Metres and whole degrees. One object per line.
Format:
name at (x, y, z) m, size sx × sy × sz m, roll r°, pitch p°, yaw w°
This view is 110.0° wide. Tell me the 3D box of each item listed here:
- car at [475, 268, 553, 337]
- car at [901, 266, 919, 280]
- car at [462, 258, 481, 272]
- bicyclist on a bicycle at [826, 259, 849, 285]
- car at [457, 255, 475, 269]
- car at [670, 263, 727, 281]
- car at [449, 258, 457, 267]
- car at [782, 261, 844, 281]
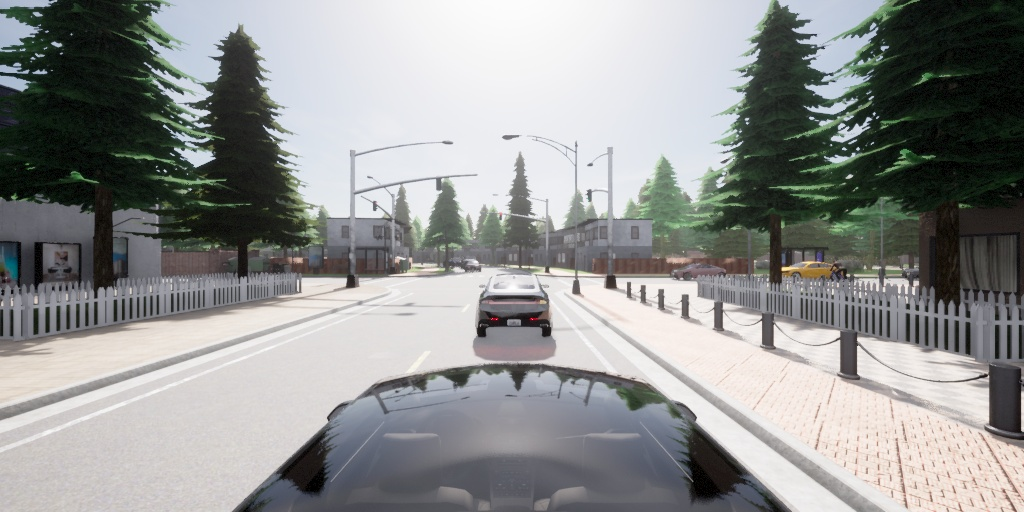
car at (0.059, 1.242, 10.259) m, size 2.128 × 1.511 × 4.902 m, roll 0°, pitch 0°, yaw 0°
car at (34.555, 1.240, 28.977) m, size 4.892 × 1.490 × 1.837 m, roll 0°, pitch 0°, yaw 2°
car at (-4.930, 1.280, 45.379) m, size 1.994 × 1.385 × 4.181 m, roll 0°, pitch 0°, yaw -7°
bicyclist on a bicycle at (19.892, 1.035, 21.940) m, size 0.582 × 1.620 × 1.656 m, roll 0°, pitch 0°, yaw 2°
car at (-6.531, 0.937, 54.543) m, size 2.150 × 2.045 × 5.566 m, roll 0°, pitch 0°, yaw -15°
car at (15.304, 1.299, 29.558) m, size 4.181 × 1.385 × 1.994 m, roll 0°, pitch 0°, yaw 2°
car at (-9.904, 1.068, 64.113) m, size 2.097 × 1.767 × 4.553 m, roll 0°, pitch 0°, yaw -24°
car at (24.183, 1.212, 29.301) m, size 5.008 × 1.535 × 1.882 m, roll 0°, pitch 0°, yaw 2°
